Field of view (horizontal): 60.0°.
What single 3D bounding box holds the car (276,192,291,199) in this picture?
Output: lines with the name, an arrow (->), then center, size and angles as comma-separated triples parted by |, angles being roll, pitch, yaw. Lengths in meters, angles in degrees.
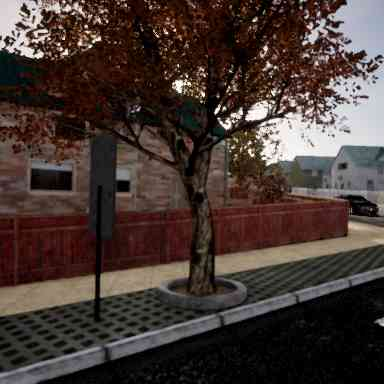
car -> 11.551, 0.359, 45.416 | 1.812, 1.442, 4.674 | 1, 2, -3

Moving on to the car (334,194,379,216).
car -> 12.662, 0.960, 26.212 | 1.837, 1.490, 4.892 | 1, 2, -3
